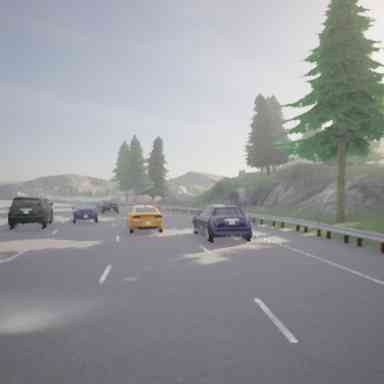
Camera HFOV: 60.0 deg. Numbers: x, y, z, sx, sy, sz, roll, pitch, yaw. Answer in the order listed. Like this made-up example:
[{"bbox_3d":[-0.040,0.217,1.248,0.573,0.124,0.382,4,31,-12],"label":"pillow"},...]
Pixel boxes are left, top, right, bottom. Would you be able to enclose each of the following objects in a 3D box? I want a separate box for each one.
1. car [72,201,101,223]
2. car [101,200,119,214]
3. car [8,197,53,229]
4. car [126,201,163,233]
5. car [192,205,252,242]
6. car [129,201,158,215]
[{"bbox_3d":[-8.691,1.640,26.939,1.812,1.442,4.674,0,0,-20],"label":"car"},{"bbox_3d":[-9.676,1.663,37.867,1.837,1.490,4.892,0,0,-26],"label":"car"},{"bbox_3d":[-10.828,1.322,22.620,2.150,2.045,5.566,0,0,-18],"label":"car"},{"bbox_3d":[-3.012,1.561,20.554,1.882,1.535,5.008,0,0,-14],"label":"car"},{"bbox_3d":[1.384,1.417,17.008,2.097,1.767,4.553,0,0,-11],"label":"car"},{"bbox_3d":[-5.476,1.714,37.158,1.994,1.385,4.181,0,0,-26],"label":"car"}]
